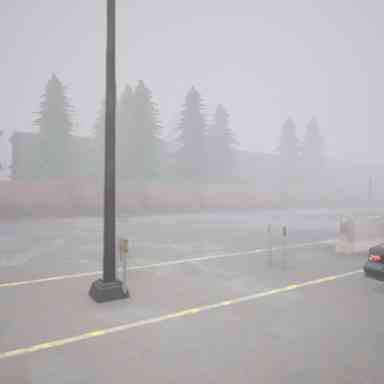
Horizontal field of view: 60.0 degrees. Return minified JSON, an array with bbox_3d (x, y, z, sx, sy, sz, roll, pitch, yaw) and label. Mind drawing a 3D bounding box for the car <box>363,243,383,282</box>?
[{"bbox_3d":[6.367,1.484,8.036,5.357,1.411,2.033,0,1,-33],"label":"car"}]
